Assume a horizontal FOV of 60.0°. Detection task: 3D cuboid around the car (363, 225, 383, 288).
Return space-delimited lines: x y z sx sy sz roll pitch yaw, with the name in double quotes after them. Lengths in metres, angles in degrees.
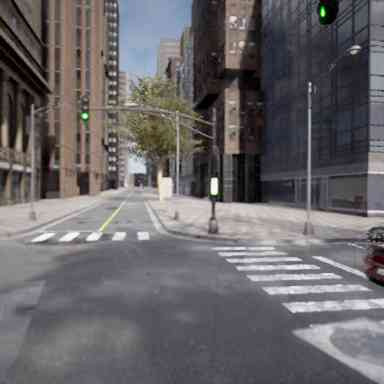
6.353 1.526 7.238 5.008 1.535 1.882 1 0 -9 "car"
